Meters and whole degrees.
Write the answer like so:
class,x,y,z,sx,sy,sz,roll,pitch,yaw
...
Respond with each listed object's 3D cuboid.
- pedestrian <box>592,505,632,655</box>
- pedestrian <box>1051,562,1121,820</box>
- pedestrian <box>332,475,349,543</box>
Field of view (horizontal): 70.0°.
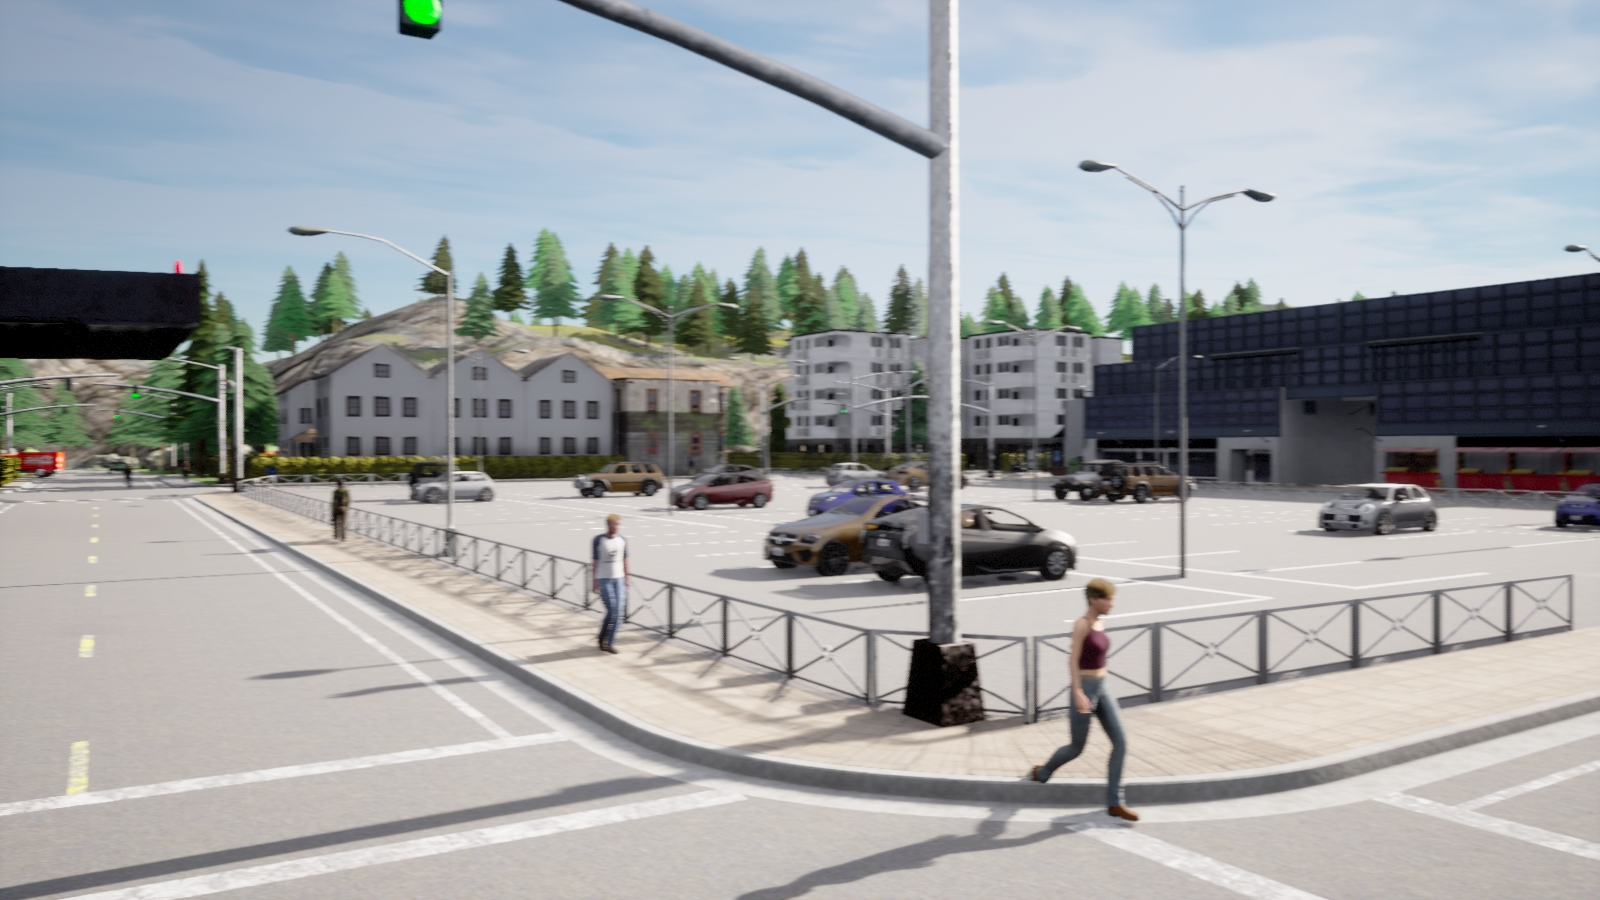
class,x,y,z,sx,sy,sz,roll,pitch,yaw
pedestrian,-2.419,1.650,14.663,0.375,1.860,0.375,0,0,-35
pedestrian,2.186,1.810,8.738,0.375,1.860,0.375,0,0,45
pedestrian,-12.716,1.618,31.619,0.375,1.860,0.375,0,0,-33
